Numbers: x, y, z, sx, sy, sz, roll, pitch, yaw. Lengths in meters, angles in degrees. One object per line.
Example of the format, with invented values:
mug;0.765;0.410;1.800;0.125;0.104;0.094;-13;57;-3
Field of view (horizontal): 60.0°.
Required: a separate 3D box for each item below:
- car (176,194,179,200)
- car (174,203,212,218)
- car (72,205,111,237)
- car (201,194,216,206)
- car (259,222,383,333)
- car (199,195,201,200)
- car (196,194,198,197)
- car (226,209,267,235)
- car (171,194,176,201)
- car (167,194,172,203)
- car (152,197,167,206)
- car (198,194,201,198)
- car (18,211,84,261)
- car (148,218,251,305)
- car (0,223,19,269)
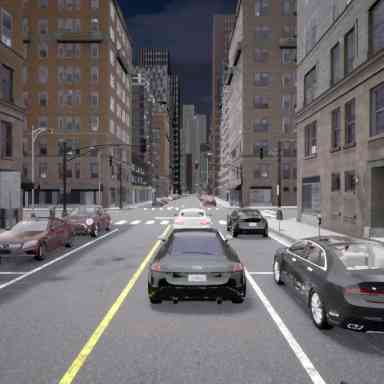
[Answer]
car;-5.498;1.457;92.691;2.192;1.841;5.009;0;0;0
car;0.047;1.526;16.943;1.812;1.442;4.674;0;0;1
car;-5.657;1.441;17.728;1.967;1.590;4.097;0;0;0
car;2.930;1.476;54.812;1.967;1.590;4.097;0;0;0
car;2.860;1.551;6.719;2.008;1.369;4.403;0;0;0
car;2.959;1.607;65.629;2.008;1.369;4.403;0;0;0
car;3.026;1.457;92.675;2.192;1.841;5.009;0;0;0
car;2.869;1.567;17.721;1.947;1.339;4.313;0;0;0
car;-5.525;1.626;81.703;1.752;1.417;4.829;0;0;0
car;-5.566;1.606;65.648;2.008;1.369;4.403;0;0;0
car;-5.594;1.618;54.831;1.802;1.307;4.206;0;0;0
car;2.986;1.524;76.447;1.967;1.590;4.097;0;0;0
car;-5.661;1.582;12.227;1.802;1.307;4.206;0;0;0
car;0.088;1.564;8.184;1.994;1.385;4.181;0;0;0
car;-5.665;1.566;6.725;1.947;1.339;4.313;0;0;0
